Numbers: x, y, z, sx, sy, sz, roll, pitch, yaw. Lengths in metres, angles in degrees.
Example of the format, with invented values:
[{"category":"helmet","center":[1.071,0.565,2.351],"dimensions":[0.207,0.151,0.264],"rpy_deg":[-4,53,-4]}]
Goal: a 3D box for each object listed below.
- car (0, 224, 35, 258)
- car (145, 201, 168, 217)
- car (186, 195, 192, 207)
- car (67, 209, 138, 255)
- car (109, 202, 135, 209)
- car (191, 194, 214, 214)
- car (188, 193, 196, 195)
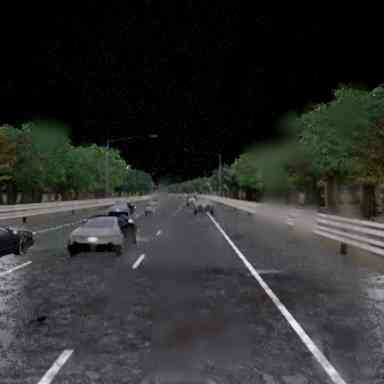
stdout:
[{"category":"car","center":[-6.898,1.572,10.201],"dimensions":[2.033,1.411,5.357],"rpy_deg":[0,0,0]},{"category":"car","center":[-3.391,1.565,32.170],"dimensions":[2.128,1.511,4.902],"rpy_deg":[0,0,0]},{"category":"car","center":[0.016,1.649,54.643],"dimensions":[1.812,1.442,4.674],"rpy_deg":[0,0,0]},{"category":"car","center":[-3.396,1.596,13.383],"dimensions":[1.994,1.385,4.181],"rpy_deg":[0,0,0]},{"category":"car","center":[-6.891,1.639,32.933],"dimensions":[1.994,1.385,4.181],"rpy_deg":[0,0,0]},{"category":"car","center":[1.234,1.434,36.107],"dimensions":[2.097,1.767,4.553],"rpy_deg":[0,0,0]},{"category":"car","center":[0.021,1.244,75.210],"dimensions":[2.150,2.045,5.566],"rpy_deg":[0,0,0]}]
